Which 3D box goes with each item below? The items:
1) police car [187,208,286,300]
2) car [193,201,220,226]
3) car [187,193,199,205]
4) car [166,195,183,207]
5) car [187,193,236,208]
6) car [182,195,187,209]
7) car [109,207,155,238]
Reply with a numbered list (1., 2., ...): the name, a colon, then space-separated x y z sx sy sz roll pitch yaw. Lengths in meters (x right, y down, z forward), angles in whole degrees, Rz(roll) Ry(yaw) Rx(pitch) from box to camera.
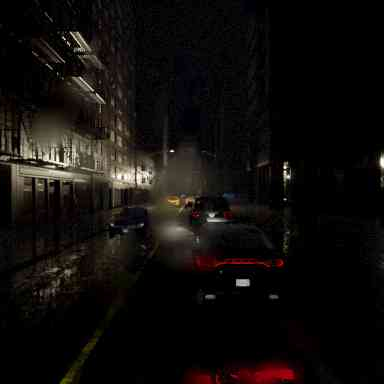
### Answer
1. police car: 0.920 1.425 8.560 1.930 1.638 5.238 0 0 0
2. car: 0.962 1.508 24.451 1.837 1.490 4.892 0 0 0
3. car: 0.150 1.263 59.565 2.150 2.045 5.566 0 0 0
4. car: -2.872 1.508 51.155 1.882 1.535 5.008 0 0 0
5. car: 0.947 1.226 18.480 2.150 2.045 5.566 0 0 0
6. car: 0.147 1.375 45.570 2.097 1.767 4.553 0 0 1
7. car: -3.058 1.525 17.679 1.812 1.442 4.674 0 0 0
